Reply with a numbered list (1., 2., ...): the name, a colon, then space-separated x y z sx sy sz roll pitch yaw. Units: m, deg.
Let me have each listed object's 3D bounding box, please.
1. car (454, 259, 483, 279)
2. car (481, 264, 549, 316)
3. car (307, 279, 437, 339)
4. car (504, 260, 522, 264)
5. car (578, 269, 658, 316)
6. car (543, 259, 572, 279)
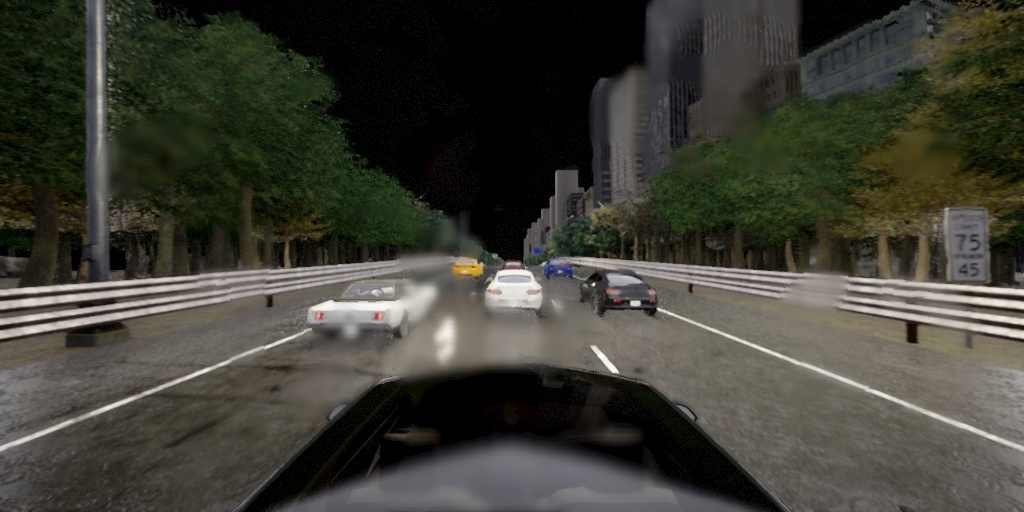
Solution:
1. car: -3.415 0.953 28.626 1.882 1.535 5.008 0 1 0
2. car: 0.086 1.183 12.726 1.812 1.442 4.674 0 1 0
3. car: -3.423 1.285 9.862 1.895 1.301 4.718 0 1 0
4. car: 0.076 1.009 27.944 1.812 1.442 4.674 0 1 0
5. car: 3.585 1.183 12.691 1.812 1.442 4.674 0 1 0
6. car: 3.583 0.953 28.608 1.882 1.535 5.008 0 1 0
